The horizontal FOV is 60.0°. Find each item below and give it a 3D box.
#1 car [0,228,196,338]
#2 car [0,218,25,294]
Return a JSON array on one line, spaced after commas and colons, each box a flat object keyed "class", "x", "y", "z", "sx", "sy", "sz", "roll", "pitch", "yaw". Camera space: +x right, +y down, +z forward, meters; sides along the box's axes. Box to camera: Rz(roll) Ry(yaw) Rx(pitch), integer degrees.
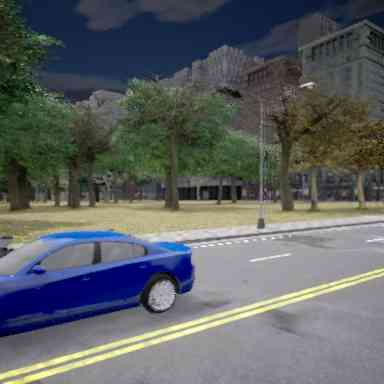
[{"class": "car", "x": -2.257, "y": 1.483, "z": 6.068, "sx": 5.008, "sy": 1.535, "sz": 1.882, "roll": 0, "pitch": 0, "yaw": -36}, {"class": "car", "x": -6.437, "y": 1.494, "z": 7.075, "sx": 4.902, "sy": 1.511, "sz": 2.128, "roll": 0, "pitch": 0, "yaw": -36}]
